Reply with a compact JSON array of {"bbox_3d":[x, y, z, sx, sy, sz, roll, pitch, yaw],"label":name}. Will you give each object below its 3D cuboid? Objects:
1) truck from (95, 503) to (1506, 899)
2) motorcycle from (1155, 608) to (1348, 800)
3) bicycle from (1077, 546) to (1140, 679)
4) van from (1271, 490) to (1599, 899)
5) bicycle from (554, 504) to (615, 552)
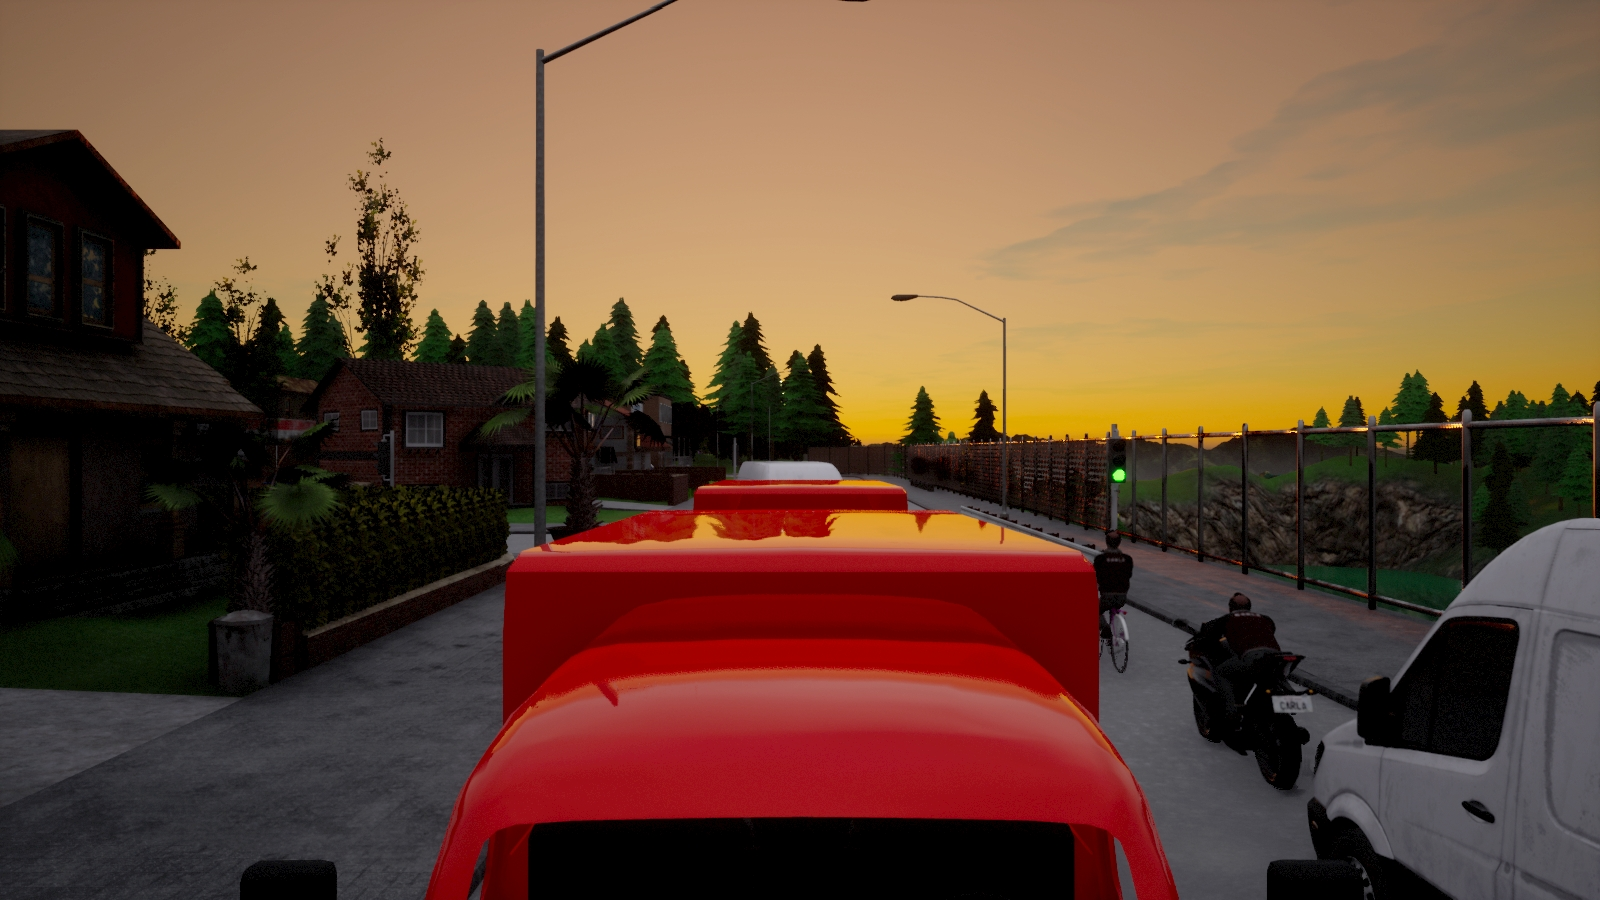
[{"bbox_3d":[-0.001,1.570,4.728,2.627,2.467,5.204,0,0,0],"label":"truck"},{"bbox_3d":[4.000,2.210,10.357,0.867,1.251,2.209,0,0,0],"label":"motorcycle"},{"bbox_3d":[3.987,2.067,14.877,0.329,1.471,1.835,0,0,0],"label":"bicycle"},{"bbox_3d":[3.998,1.537,4.324,1.988,2.561,5.915,0,0,0],"label":"van"},{"bbox_3d":[-6.027,2.170,32.019,1.487,1.276,0.859,0,0,8],"label":"bicycle"}]
